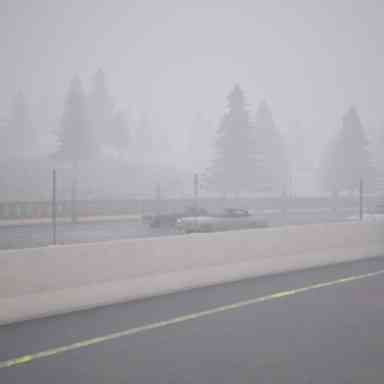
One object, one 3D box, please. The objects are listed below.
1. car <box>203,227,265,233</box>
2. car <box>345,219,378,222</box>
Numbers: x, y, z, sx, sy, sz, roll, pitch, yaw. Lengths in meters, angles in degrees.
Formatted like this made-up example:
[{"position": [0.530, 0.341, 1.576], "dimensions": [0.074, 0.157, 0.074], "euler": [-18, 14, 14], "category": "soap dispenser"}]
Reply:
[{"position": [1.533, 1.505, 17.010], "dimensions": [4.718, 1.301, 1.895], "euler": [0, 0, -29], "category": "car"}, {"position": [10.129, 1.398, 17.400], "dimensions": [4.674, 1.442, 1.812], "euler": [0, 0, -24], "category": "car"}]
